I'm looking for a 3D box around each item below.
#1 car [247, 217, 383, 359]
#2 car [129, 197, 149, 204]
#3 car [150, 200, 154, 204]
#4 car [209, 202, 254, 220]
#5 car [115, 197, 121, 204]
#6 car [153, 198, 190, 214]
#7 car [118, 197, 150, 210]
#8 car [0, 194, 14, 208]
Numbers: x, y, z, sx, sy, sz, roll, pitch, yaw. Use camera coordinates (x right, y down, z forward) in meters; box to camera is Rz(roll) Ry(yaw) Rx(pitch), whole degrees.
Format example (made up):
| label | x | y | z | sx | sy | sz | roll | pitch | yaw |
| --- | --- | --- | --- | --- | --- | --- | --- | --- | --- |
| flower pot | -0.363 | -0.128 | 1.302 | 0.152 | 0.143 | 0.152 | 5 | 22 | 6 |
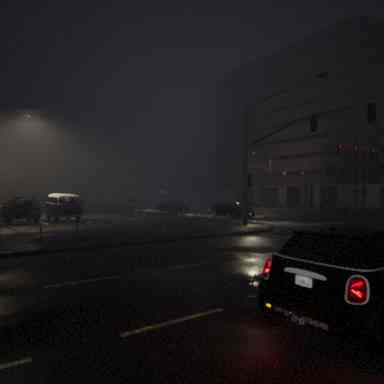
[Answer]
| label | x | y | z | sx | sy | sz | roll | pitch | yaw |
| --- | --- | --- | --- | --- | --- | --- | --- | --- | --- |
| car | 3.418 | 1.379 | 6.236 | 4.553 | 1.767 | 2.097 | 0 | 0 | -35 |
| car | -11.162 | 1.742 | 69.556 | 2.033 | 1.411 | 5.357 | 0 | 0 | -35 |
| car | -9.141 | 1.706 | 60.703 | 1.812 | 1.442 | 4.674 | 0 | 0 | -36 |
| car | 3.566 | 1.638 | 30.405 | 2.128 | 1.511 | 4.902 | 0 | 0 | -35 |
| car | -14.198 | 1.744 | 67.822 | 1.994 | 1.385 | 4.181 | 0 | 0 | -35 |
| car | -2.195 | 1.748 | 38.509 | 1.895 | 1.301 | 4.718 | 0 | 0 | -35 |
| car | -8.184 | 1.749 | 46.949 | 1.895 | 1.301 | 4.718 | 0 | 0 | -35 |
| car | -31.952 | 1.240 | 56.299 | 1.932 | 1.855 | 4.605 | 0 | 0 | -35 |
